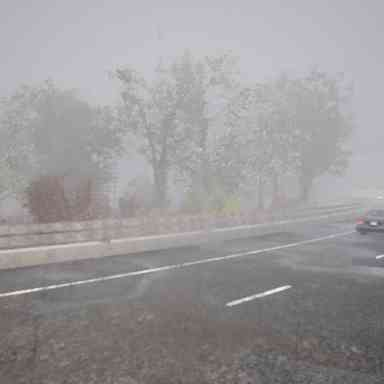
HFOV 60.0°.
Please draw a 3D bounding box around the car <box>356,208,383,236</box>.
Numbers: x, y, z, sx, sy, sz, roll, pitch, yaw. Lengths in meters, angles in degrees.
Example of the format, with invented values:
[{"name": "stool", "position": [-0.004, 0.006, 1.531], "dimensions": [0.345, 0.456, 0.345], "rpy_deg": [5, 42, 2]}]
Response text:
[{"name": "car", "position": [10.466, 1.560, 17.790], "dimensions": [2.033, 1.411, 5.357], "rpy_deg": [0, 0, 44]}]
